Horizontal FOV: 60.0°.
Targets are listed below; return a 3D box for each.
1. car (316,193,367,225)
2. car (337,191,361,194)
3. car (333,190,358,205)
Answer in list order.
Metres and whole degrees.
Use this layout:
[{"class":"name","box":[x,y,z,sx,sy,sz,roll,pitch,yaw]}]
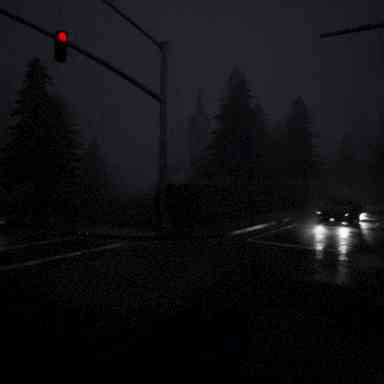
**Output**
[{"class":"car","box":[9.004,1.041,20.046,2.033,1.411,5.357,2,2,34]},{"class":"car","box":[13.832,0.783,28.599,2.128,1.511,4.902,1,2,25]},{"class":"car","box":[17.410,0.578,37.986,1.812,1.442,4.674,1,2,15]}]
